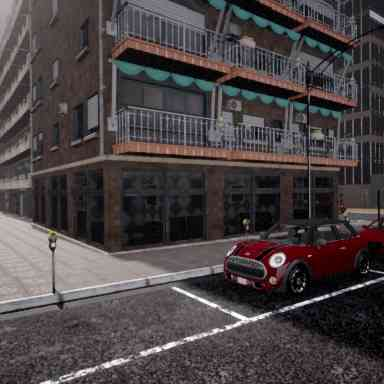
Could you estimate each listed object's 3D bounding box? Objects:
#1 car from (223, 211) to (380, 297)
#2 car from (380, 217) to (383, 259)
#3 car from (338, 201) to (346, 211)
[{"bbox_3d":[2.728,1.439,8.512,4.097,1.590,1.967,0,-1,-35],"label":"car"},{"bbox_3d":[7.228,1.543,11.716,4.507,1.381,1.887,0,-1,-35],"label":"car"},{"bbox_3d":[16.498,1.746,40.603,1.967,1.590,4.097,-2,0,-36],"label":"car"}]
